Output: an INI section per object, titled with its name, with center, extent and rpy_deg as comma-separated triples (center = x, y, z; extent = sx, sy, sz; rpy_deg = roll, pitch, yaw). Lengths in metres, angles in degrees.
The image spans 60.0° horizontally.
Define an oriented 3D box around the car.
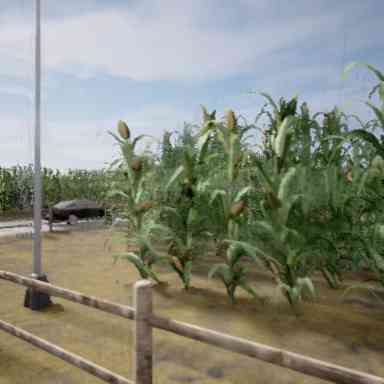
[car]
center = -7.123, 1.220, 21.681
extent = 1.882, 1.535, 5.008
rpy_deg = 0, 1, 35
